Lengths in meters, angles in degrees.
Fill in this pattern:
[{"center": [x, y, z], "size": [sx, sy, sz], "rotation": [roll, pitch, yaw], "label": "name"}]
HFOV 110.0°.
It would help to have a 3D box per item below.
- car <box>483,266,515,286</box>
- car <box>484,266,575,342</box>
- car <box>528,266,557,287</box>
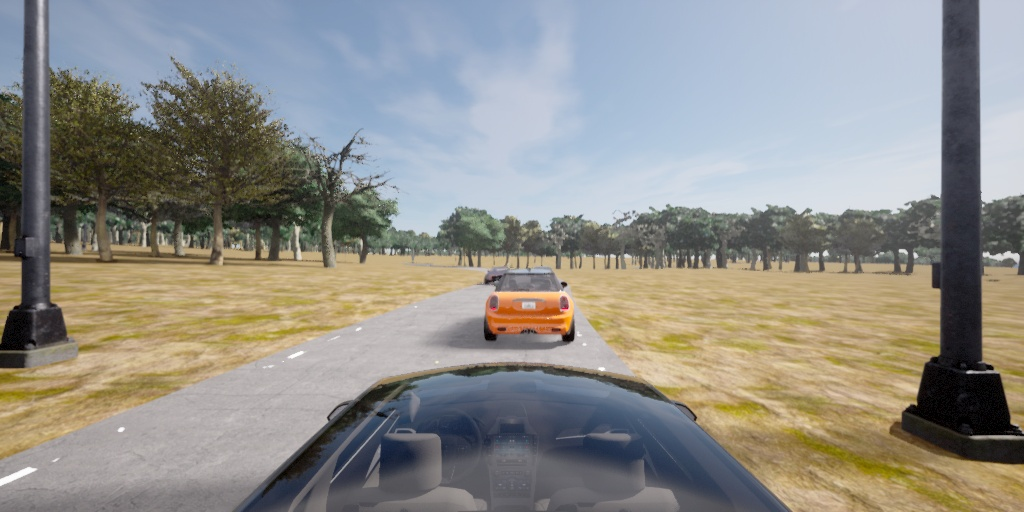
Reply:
[{"center": [-0.925, 1.523, 27.901], "size": [1.994, 1.385, 4.181], "rotation": [0, -1, 5], "label": "car"}, {"center": [0.513, 1.123, 10.046], "size": [2.097, 1.767, 4.553], "rotation": [0, 0, 4], "label": "car"}, {"center": [2.407, 1.509, 28.263], "size": [2.033, 1.411, 5.357], "rotation": [0, -1, 5], "label": "car"}]
